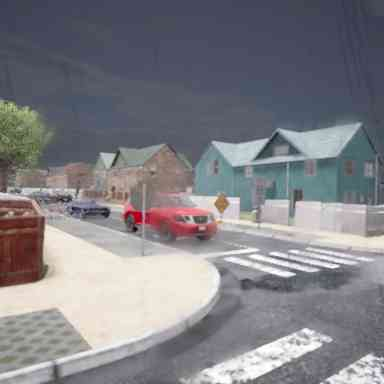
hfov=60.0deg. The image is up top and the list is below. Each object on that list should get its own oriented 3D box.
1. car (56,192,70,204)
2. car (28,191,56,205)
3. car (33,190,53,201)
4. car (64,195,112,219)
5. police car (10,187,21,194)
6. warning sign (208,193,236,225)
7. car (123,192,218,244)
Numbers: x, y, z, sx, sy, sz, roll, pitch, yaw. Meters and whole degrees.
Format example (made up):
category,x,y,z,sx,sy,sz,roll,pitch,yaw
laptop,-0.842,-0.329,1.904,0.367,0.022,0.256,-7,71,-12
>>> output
category,x,y,z,sx,sy,sz,roll,pitch,yaw
car,-16.442,0.696,41.690,1.882,1.535,5.008,2,0,-35
car,-17.968,0.723,38.907,2.033,1.411,5.357,2,0,-35
car,-22.520,0.525,50.188,1.812,1.442,4.674,2,0,-35
car,-7.478,1.160,24.035,1.895,1.301,4.718,2,0,-35
police car,-42.303,-0.284,79.765,1.930,1.638,5.238,2,0,-35
warning sign,1.804,0.990,20.209,1.300,1.860,1.060,0,0,-35
car,-1.194,1.013,15.224,2.150,2.045,5.566,2,0,-36
